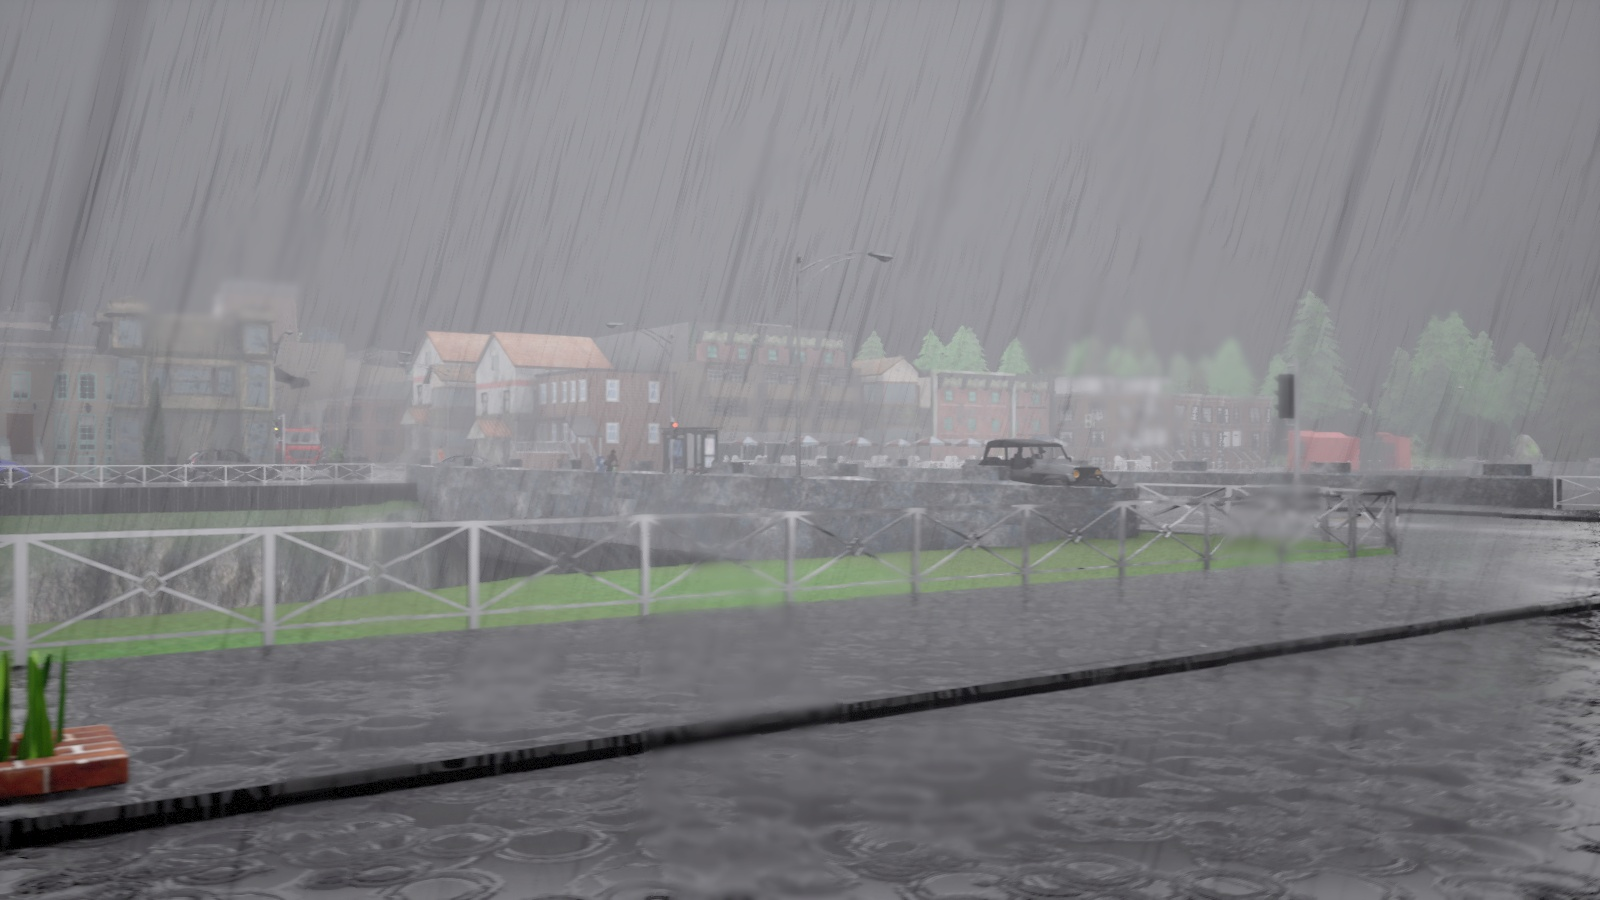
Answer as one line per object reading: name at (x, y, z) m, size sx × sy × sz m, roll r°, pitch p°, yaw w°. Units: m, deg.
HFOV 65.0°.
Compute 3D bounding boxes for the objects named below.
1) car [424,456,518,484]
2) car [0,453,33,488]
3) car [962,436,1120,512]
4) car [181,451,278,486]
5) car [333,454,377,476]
car at (-16.818, 1.002, 64.237) m, size 4.181 × 1.385 × 1.994 m, roll 0°, pitch 0°, yaw 10°
car at (-35.950, 0.900, 54.446) m, size 4.514 × 1.525 × 2.007 m, roll 0°, pitch 0°, yaw -35°
car at (6.324, 0.609, 33.253) m, size 1.905 × 1.878 × 3.866 m, roll 0°, pitch 0°, yaw -35°
car at (-27.417, 0.849, 60.389) m, size 3.988 × 1.617 × 1.851 m, roll 0°, pitch 0°, yaw -35°
car at (-30.599, 1.034, 86.242) m, size 1.816 × 1.474 × 4.193 m, roll 0°, pitch 0°, yaw -35°
